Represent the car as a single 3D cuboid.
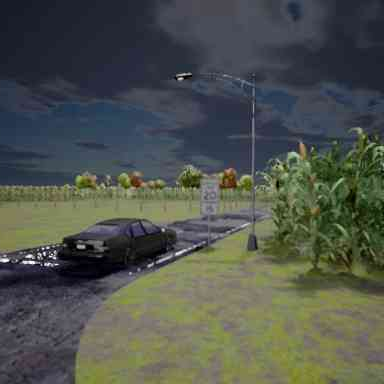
[{"bbox_3d":[-2.328,1.654,11.977,2.033,1.411,5.357,1,0,21],"label":"car"}]
